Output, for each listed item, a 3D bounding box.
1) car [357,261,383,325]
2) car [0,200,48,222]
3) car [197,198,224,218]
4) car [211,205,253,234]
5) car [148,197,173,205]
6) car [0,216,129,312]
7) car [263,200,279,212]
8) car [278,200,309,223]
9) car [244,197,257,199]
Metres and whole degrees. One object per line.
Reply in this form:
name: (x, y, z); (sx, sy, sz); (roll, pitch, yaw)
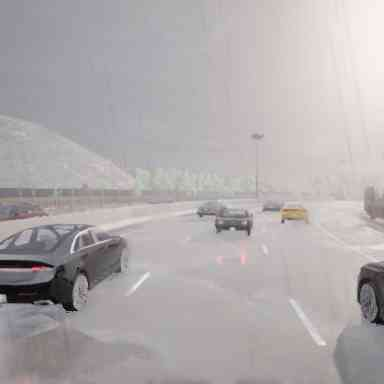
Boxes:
car: (3.858, 1.509, 4.212); (2.128, 1.511, 4.902); (0, 0, 3)
car: (-8.979, 1.312, 16.017); (2.097, 1.767, 4.553); (0, 0, 10)
car: (1.982, 1.555, 30.024); (2.033, 1.411, 5.357); (0, 0, 19)
car: (2.544, 1.612, 19.214); (1.895, 1.301, 4.718); (0, 0, 12)
car: (-4.641, 1.482, 49.842); (1.837, 1.490, 4.892); (0, 0, 28)
car: (-2.865, 1.479, 7.697); (2.128, 1.511, 4.902); (0, 0, 5)
car: (9.740, 1.606, 39.179); (1.994, 1.385, 4.181); (0, 0, 26)
car: (8.009, 1.512, 25.860); (1.882, 1.535, 5.008); (0, 0, 18)
car: (10.449, 1.592, 60.460); (2.033, 1.411, 5.357); (0, 0, 38)
